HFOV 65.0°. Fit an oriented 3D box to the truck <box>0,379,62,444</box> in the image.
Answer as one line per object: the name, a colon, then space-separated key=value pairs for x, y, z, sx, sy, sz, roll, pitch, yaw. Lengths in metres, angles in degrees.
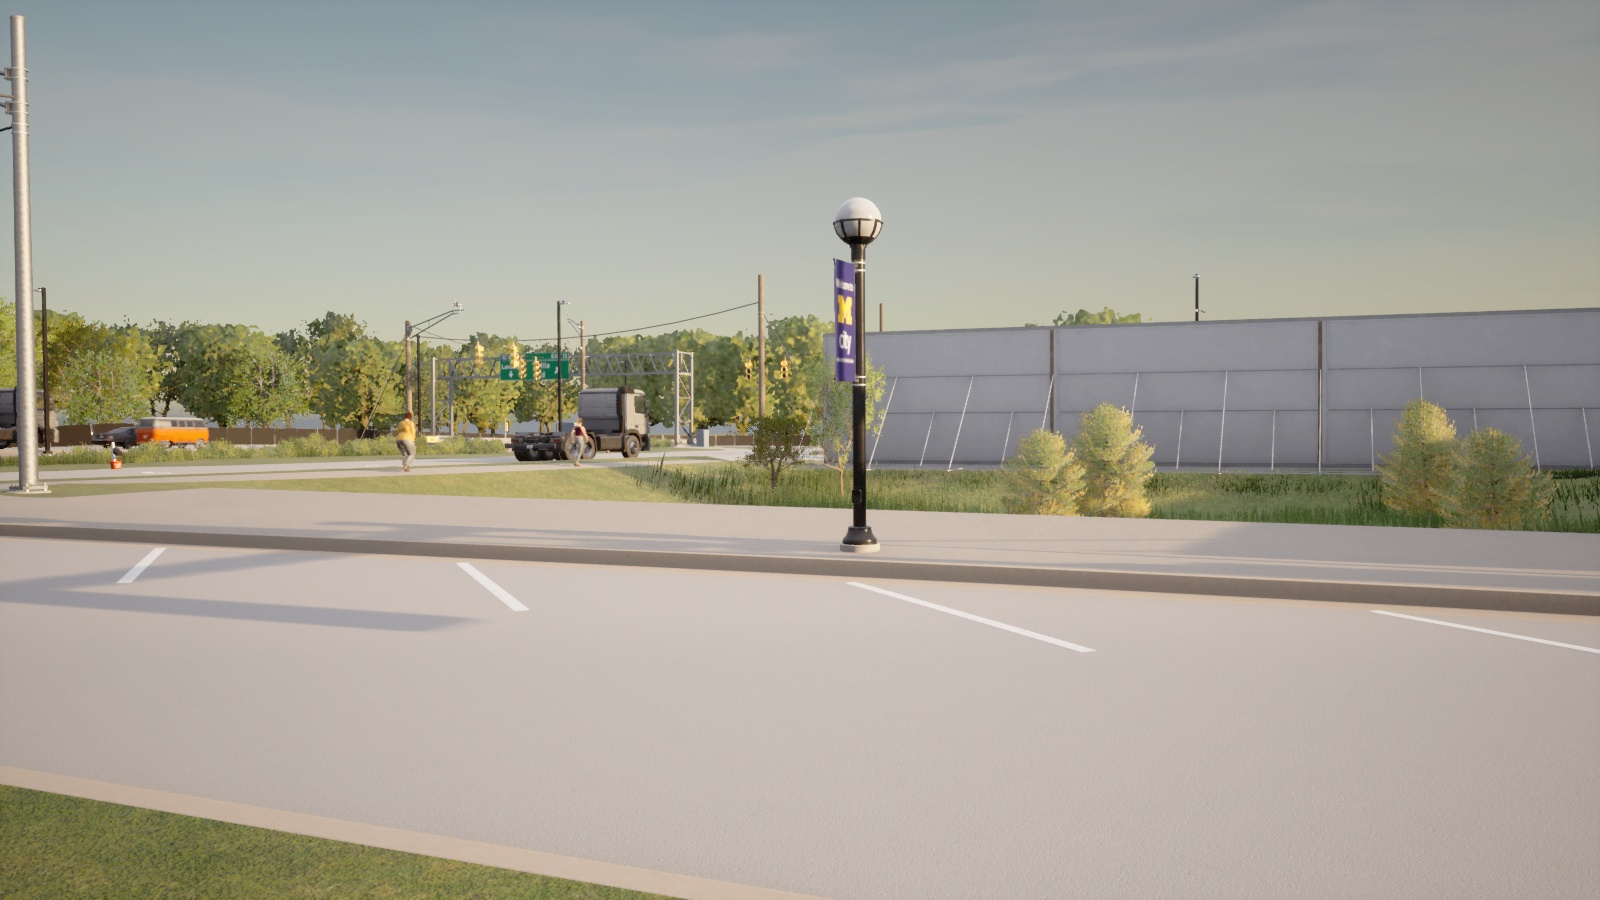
truck: x=-43.784 y=-2.051 z=66.458 sx=2.891 sy=3.462 sz=7.936 roll=1 pitch=0 yaw=23

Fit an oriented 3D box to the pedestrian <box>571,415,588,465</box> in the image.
pedestrian: x=-8.154 y=-0.374 z=46.432 sx=0.345 sy=1.836 sz=0.594 roll=1 pitch=2 yaw=23

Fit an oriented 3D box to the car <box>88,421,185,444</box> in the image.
car: x=-42.054 y=-1.073 z=79.716 sx=2.033 sy=1.411 sz=5.357 roll=1 pitch=0 yaw=23

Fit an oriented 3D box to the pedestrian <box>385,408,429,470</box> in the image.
pedestrian: x=-11.846 y=-0.350 z=37.904 sx=0.874 sy=1.855 sz=0.900 roll=1 pitch=2 yaw=23

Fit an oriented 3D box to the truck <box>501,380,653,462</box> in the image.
truck: x=-9.985 y=-1.306 z=57.264 sx=2.891 sy=3.462 sz=7.936 roll=1 pitch=1 yaw=24

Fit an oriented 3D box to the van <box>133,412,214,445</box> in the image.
van: x=-38.923 y=-1.328 z=78.124 sx=1.775 sy=1.987 sz=4.442 roll=1 pitch=0 yaw=23
